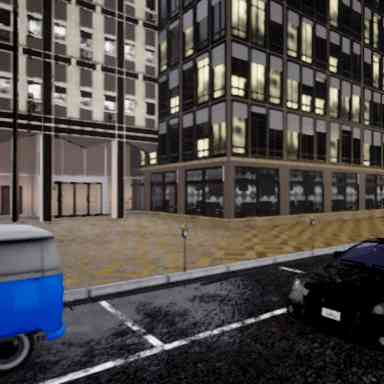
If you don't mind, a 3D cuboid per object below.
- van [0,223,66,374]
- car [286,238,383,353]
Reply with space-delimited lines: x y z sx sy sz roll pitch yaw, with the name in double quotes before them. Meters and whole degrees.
"van" -3.615 1.339 3.983 3.998 1.788 1.690 0 0 -35
"car" 3.618 1.578 5.952 4.181 1.385 1.994 0 0 -36
